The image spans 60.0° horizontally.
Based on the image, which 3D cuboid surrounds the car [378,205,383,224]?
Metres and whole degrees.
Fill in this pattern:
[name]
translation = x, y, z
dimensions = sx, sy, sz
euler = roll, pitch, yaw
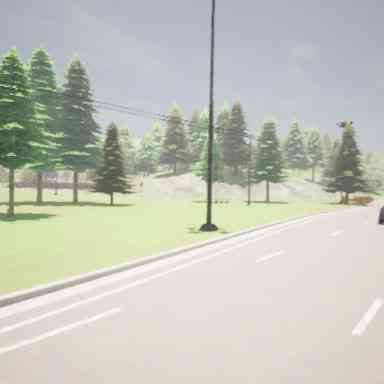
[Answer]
[car]
translation = 13.952, 1.173, 22.098
dimensions = 2.097, 1.767, 4.553
euler = 2, 1, 39
